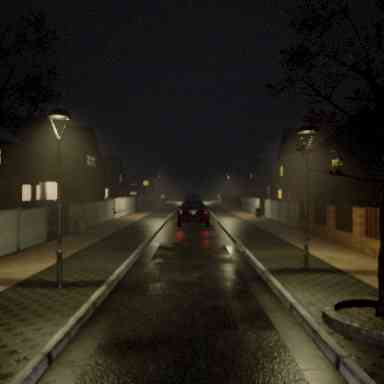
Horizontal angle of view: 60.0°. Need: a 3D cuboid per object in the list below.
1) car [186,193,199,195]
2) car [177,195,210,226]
[{"bbox_3d":[0.097,1.184,41.006,2.150,2.045,5.566,0,0,0],"label":"car"},{"bbox_3d":[0.087,1.329,23.033,2.097,1.767,4.553,0,0,0],"label":"car"}]
